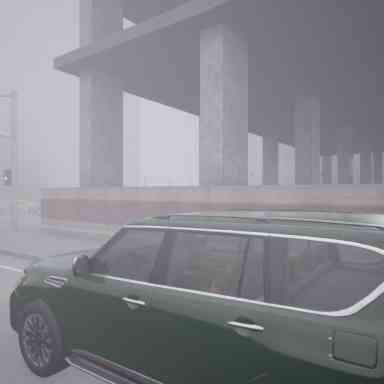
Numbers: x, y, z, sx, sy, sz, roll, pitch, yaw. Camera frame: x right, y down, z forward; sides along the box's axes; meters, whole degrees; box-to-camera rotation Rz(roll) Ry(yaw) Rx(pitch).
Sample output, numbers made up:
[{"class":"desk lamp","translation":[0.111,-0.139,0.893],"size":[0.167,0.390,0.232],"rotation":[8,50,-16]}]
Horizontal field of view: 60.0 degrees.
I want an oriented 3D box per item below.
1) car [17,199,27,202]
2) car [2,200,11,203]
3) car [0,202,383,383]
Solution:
[{"class":"car","translation":[-14.274,1.547,33.391],"size":[2.128,1.511,4.902],"rotation":[0,0,36]},{"class":"car","translation":[-18.323,1.533,33.742],"size":[1.882,1.535,5.008],"rotation":[0,0,36]},{"class":"car","translation":[0.147,1.221,3.878],"size":[5.566,2.045,2.150],"rotation":[0,0,35]}]
